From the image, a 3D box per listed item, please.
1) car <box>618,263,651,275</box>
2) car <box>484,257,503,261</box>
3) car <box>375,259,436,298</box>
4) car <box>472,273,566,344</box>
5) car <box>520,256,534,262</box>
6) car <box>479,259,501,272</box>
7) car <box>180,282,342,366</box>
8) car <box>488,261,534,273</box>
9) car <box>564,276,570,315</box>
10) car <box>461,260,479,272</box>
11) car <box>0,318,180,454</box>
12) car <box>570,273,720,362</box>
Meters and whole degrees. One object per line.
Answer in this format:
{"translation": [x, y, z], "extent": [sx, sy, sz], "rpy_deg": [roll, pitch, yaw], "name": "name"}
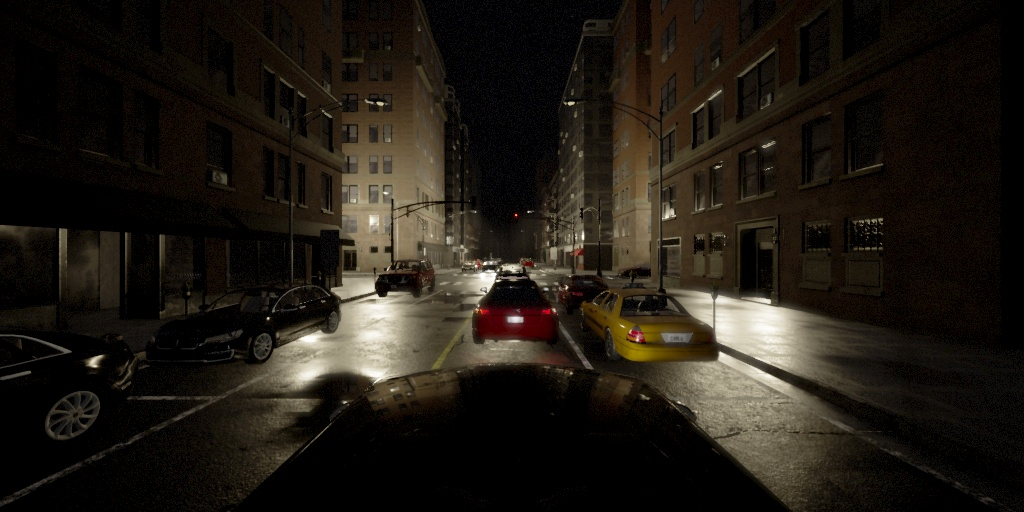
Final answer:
{"translation": [12.645, 1.356, 33.292], "extent": [5.357, 1.411, 2.033], "rpy_deg": [0, 0, 0], "name": "car"}
{"translation": [-2.734, 1.230, 54.915], "extent": [2.128, 1.511, 4.902], "rpy_deg": [0, 0, 0], "name": "car"}
{"translation": [-5.355, 1.062, 18.739], "extent": [2.192, 1.841, 5.009], "rpy_deg": [0, 0, 0], "name": "car"}
{"translation": [0.082, 1.313, 9.571], "extent": [1.994, 1.385, 4.181], "rpy_deg": [0, 0, 0], "name": "car"}
{"translation": [2.757, 1.176, 61.541], "extent": [1.967, 1.591, 4.097], "rpy_deg": [0, 0, 0], "name": "car"}
{"translation": [-2.762, 1.344, 45.347], "extent": [1.895, 1.301, 4.718], "rpy_deg": [0, 0, 0], "name": "car"}
{"translation": [-5.377, 1.300, 7.914], "extent": [2.007, 1.370, 4.403], "rpy_deg": [0, 0, 0], "name": "car"}
{"translation": [0.035, 1.239, 19.440], "extent": [2.128, 1.511, 4.902], "rpy_deg": [0, 0, 0], "name": "car"}
{"translation": [2.659, 1.330, 13.301], "extent": [1.802, 1.307, 4.207], "rpy_deg": [0, 0, 0], "name": "car"}
{"translation": [-5.301, 1.293, 45.203], "extent": [2.007, 1.370, 4.403], "rpy_deg": [0, 0, 0], "name": "car"}
{"translation": [-5.388, 1.300, 2.501], "extent": [2.007, 1.370, 4.403], "rpy_deg": [0, 0, 0], "name": "car"}
{"translation": [2.648, 1.275, 8.059], "extent": [1.751, 1.417, 4.829], "rpy_deg": [0, 0, 0], "name": "car"}
